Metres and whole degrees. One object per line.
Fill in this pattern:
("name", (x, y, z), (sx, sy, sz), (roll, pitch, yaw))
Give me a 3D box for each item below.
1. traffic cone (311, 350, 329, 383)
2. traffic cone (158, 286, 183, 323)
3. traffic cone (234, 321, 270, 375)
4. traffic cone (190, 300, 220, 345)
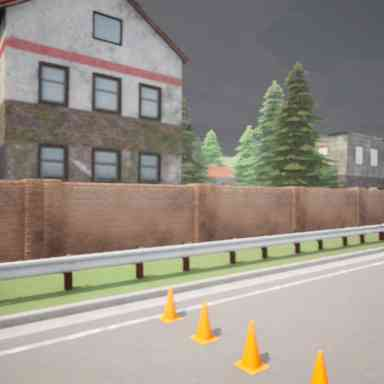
("traffic cone", (1.369, 1.985, 3.541), (0.340, 0.580, 0.340), (1, 0, -36))
("traffic cone", (-0.379, 1.986, 5.979), (0.340, 0.580, 0.340), (1, 0, -36))
("traffic cone", (0.787, 1.985, 4.353), (0.340, 0.580, 0.340), (1, 0, -36))
("traffic cone", (0.204, 1.985, 5.166), (0.340, 0.580, 0.340), (1, 0, -36))
